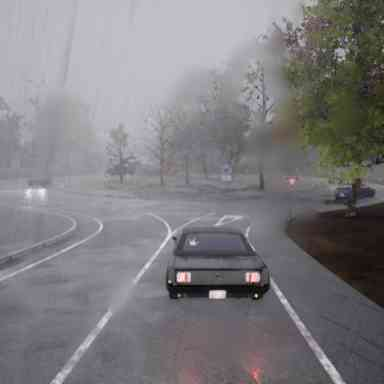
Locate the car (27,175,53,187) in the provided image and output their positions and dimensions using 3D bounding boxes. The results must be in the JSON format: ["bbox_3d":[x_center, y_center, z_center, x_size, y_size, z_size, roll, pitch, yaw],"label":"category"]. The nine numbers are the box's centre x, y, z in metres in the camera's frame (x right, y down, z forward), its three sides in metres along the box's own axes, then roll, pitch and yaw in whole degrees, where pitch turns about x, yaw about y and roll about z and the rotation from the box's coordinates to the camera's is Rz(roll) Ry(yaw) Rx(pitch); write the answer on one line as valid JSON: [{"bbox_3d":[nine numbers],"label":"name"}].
[{"bbox_3d":[-18.227,-1.362,40.012,1.895,1.301,4.718,-1,6,-9],"label":"car"}]

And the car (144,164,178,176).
[{"bbox_3d":[-5.353,-4.042,60.945,5.566,2.045,2.150,-1,6,-13],"label":"car"}]

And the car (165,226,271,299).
[{"bbox_3d":[0.451,1.480,8.088,1.895,1.301,4.718,0,1,0],"label":"car"}]

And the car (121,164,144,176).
[{"bbox_3d":[-10.444,-4.194,62.374,5.566,2.045,2.150,-3,7,-26],"label":"car"}]

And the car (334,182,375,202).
[{"bbox_3d":[13.708,-0.119,27.966,4.674,1.442,1.812,-6,9,-40],"label":"car"}]
